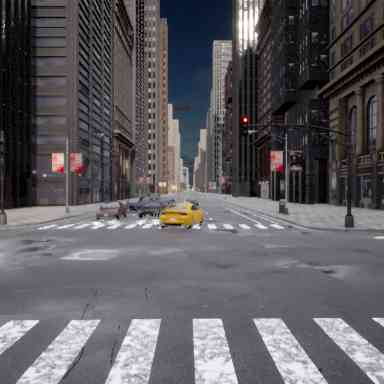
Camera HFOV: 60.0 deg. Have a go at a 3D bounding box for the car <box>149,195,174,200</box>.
[{"bbox_3d":[-3.424,1.466,39.160,2.128,1.511,4.902,0,0,0],"label":"car"}]

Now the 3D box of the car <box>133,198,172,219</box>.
[{"bbox_3d":[-3.381,1.531,29.420,2.033,1.411,5.357,0,0,4],"label":"car"}]

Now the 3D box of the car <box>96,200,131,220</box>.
[{"bbox_3d":[-6.653,1.510,27.984,1.812,1.442,4.674,0,0,0],"label":"car"}]

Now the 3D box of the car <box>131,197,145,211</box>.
[{"bbox_3d":[-6.673,1.577,37.092,1.895,1.301,4.718,0,0,0],"label":"car"}]

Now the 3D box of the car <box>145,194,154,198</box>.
[{"bbox_3d":[-6.693,1.470,47.332,1.837,1.490,4.892,0,0,0],"label":"car"}]

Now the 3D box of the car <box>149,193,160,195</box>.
[{"bbox_3d":[-6.677,1.170,57.782,2.150,2.045,5.566,0,0,1],"label":"car"}]

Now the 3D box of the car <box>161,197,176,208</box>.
[{"bbox_3d":[-3.452,1.510,49.712,2.033,1.411,5.357,0,0,0],"label":"car"}]

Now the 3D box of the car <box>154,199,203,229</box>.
[{"bbox_3d":[-0.570,1.462,21.597,1.882,1.535,5.008,1,0,13],"label":"car"}]
